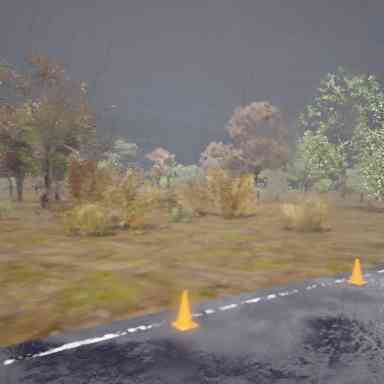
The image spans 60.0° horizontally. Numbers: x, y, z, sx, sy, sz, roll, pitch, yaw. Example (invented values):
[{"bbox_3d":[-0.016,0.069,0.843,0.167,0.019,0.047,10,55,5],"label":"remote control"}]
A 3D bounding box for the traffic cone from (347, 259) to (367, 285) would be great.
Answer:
[{"bbox_3d":[4.159,1.979,8.374,0.340,0.580,0.340,0,0,-32],"label":"traffic cone"}]

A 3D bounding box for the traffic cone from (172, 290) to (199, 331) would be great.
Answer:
[{"bbox_3d":[-0.109,1.954,5.600,0.340,0.580,0.340,0,0,-34],"label":"traffic cone"}]
